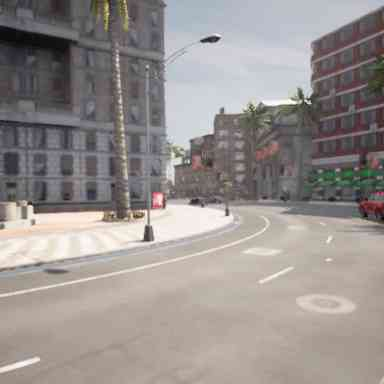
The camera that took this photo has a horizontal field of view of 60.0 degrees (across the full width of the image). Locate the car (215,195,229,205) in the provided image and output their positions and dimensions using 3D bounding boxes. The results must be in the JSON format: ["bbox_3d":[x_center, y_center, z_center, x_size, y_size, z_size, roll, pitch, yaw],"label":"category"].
[{"bbox_3d":[4.199,1.344,55.160,1.837,1.490,4.892,-1,0,-28],"label":"car"}]

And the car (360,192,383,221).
[{"bbox_3d":[14.306,1.013,24.528,2.150,2.045,5.566,0,0,9],"label":"car"}]

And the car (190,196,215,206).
[{"bbox_3d":[1.277,1.439,53.183,1.994,1.385,4.181,-1,0,-27],"label":"car"}]
